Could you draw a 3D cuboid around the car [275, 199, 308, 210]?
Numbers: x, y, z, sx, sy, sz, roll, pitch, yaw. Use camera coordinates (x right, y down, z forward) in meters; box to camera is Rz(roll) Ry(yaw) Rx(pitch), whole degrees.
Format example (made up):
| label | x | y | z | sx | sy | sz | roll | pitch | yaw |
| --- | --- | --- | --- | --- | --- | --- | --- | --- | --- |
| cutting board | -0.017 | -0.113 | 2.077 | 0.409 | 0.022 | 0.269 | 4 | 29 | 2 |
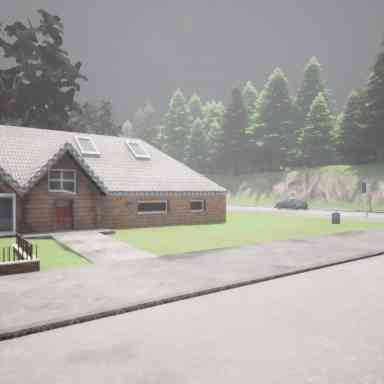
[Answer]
| label | x | y | z | sx | sy | sz | roll | pitch | yaw |
| --- | --- | --- | --- | --- | --- | --- | --- | --- | --- |
| car | 12.668 | 1.564 | 42.434 | 1.994 | 1.385 | 4.181 | 0 | 0 | -35 |
